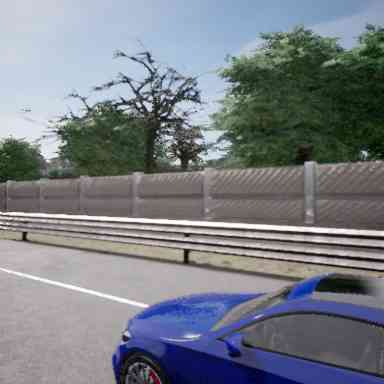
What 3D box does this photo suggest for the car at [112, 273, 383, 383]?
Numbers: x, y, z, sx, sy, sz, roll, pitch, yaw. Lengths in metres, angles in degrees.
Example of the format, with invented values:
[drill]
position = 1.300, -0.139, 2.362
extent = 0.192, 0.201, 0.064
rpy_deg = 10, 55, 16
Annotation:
[car]
position = 1.318, 1.532, 3.052
extent = 4.674, 1.442, 1.812
rpy_deg = -1, -1, 36
